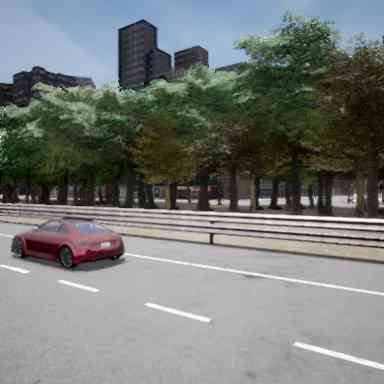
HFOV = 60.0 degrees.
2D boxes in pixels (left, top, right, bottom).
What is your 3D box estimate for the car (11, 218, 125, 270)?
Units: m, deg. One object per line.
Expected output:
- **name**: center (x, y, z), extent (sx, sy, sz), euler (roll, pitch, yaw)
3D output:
- **car**: center (-4.230, 1.565, 11.190), extent (4.181, 1.385, 1.994), euler (0, 0, 36)
